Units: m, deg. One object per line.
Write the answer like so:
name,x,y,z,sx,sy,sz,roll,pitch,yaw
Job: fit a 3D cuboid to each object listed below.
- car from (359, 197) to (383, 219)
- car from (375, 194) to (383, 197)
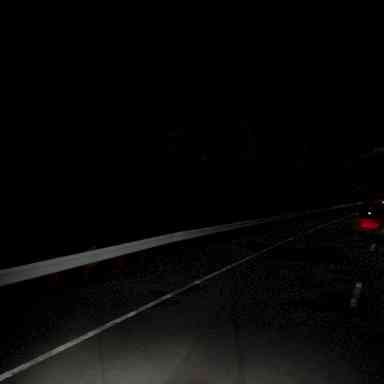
car,16.120,1.505,29.556,1.837,1.490,4.892,0,0,35
car,22.194,1.221,38.078,2.150,2.045,5.566,0,0,36
